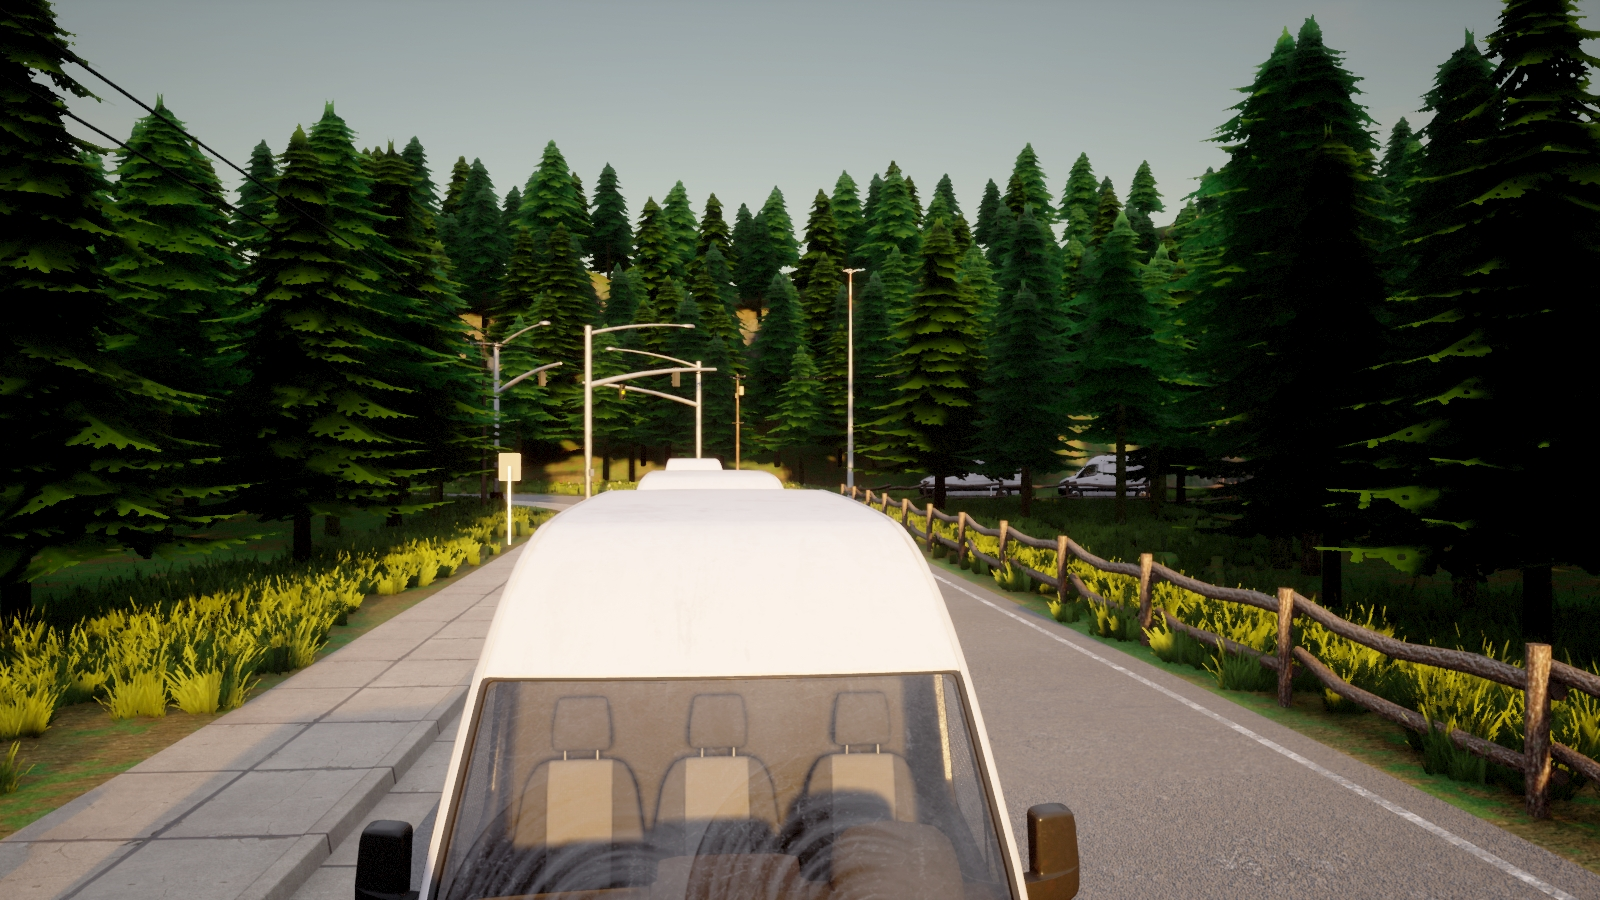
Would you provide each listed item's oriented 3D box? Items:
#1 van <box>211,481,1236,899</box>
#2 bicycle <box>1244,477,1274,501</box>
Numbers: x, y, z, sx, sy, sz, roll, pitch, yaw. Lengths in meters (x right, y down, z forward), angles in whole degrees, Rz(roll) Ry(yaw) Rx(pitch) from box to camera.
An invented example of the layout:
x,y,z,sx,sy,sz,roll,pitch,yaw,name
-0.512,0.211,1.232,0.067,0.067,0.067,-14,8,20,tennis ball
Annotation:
x,y,z,sx,sy,sz,roll,pitch,yaw,name
-0.350,1.499,5.168,1.988,2.561,5.915,0,0,-5,van
25.303,2.158,62.944,1.487,1.276,0.859,0,0,27,bicycle
